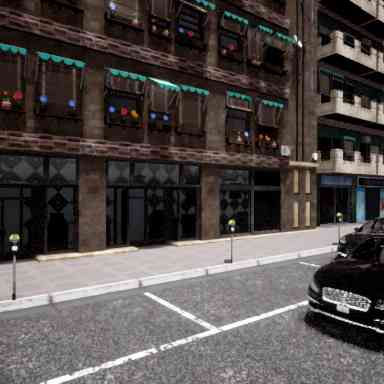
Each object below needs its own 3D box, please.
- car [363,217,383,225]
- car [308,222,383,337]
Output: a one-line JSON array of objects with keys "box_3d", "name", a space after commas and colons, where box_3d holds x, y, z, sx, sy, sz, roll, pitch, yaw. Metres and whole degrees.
[{"box_3d": [6.838, 1.566, 11.445, 4.313, 1.339, 1.947, 0, 0, -36], "name": "car"}, {"box_3d": [4.242, 1.505, 6.409, 4.892, 1.490, 1.837, 0, 0, -36], "name": "car"}]
